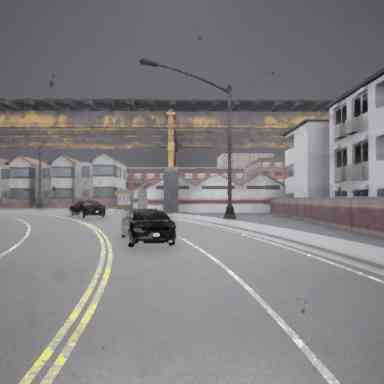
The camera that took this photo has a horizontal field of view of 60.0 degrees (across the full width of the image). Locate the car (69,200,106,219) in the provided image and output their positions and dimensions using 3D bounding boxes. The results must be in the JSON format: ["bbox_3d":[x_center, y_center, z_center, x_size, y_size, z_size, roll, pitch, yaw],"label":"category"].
[{"bbox_3d":[-9.120,1.436,28.809,1.882,1.535,5.008,1,-1,-37],"label":"car"}]

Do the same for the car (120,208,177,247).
[{"bbox_3d":[-2.081,1.460,14.969,1.882,1.535,5.008,0,0,-17],"label":"car"}]
